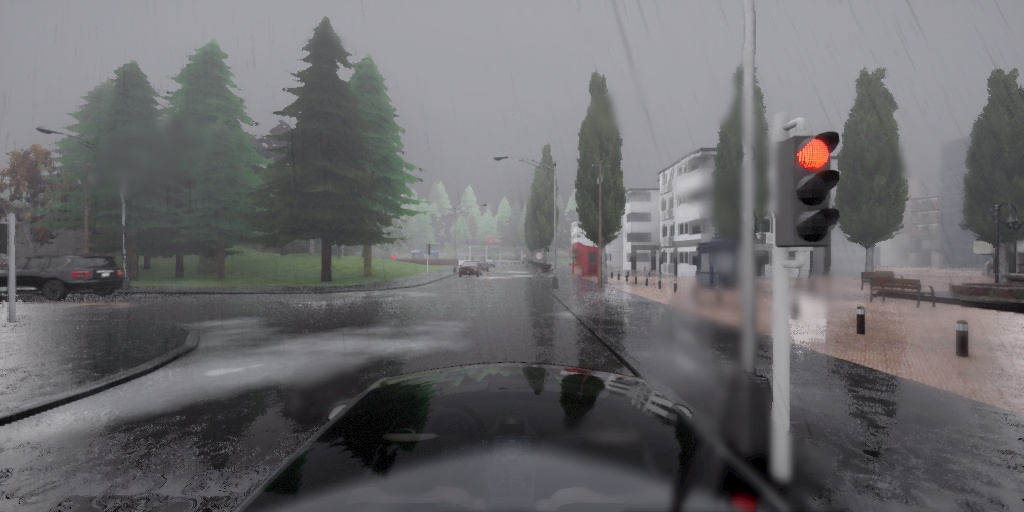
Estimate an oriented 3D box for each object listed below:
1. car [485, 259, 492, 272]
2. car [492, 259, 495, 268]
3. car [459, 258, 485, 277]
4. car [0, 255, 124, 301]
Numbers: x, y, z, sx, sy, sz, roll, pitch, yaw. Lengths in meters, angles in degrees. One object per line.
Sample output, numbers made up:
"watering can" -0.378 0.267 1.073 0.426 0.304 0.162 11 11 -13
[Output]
"car" -4.062 1.314 46.723 1.994 1.385 4.181 0 0 0
"car" -3.949 1.275 62.546 1.812 1.442 4.674 0 0 0
"car" -4.082 1.228 35.771 1.882 1.535 5.008 0 0 0
"car" -21.759 0.971 16.893 5.566 2.045 2.150 0 0 1
